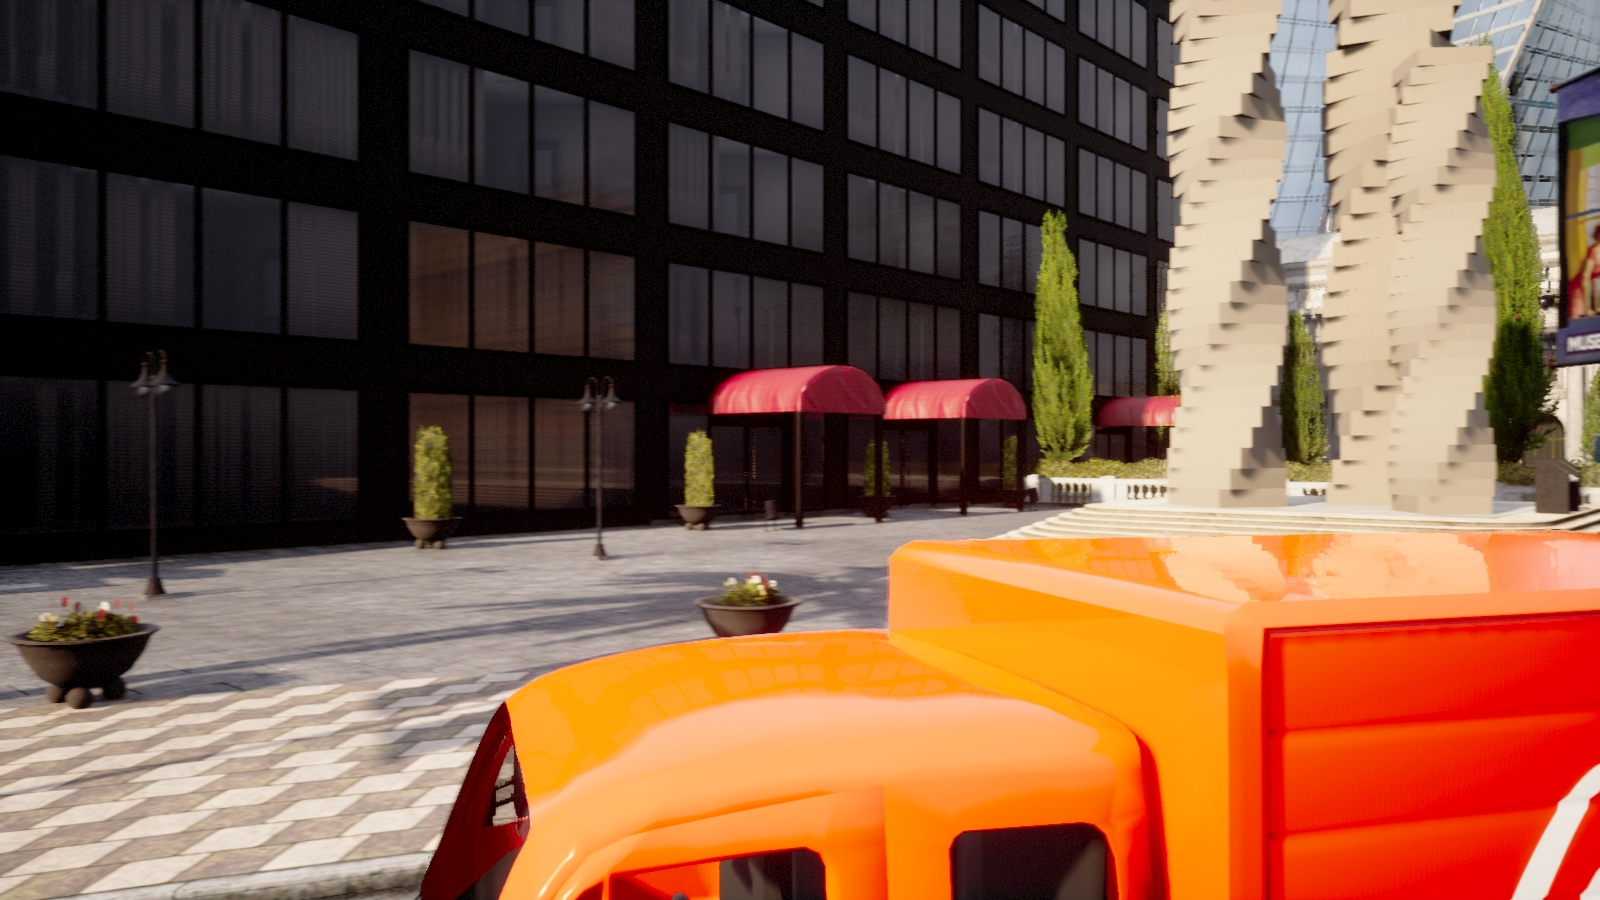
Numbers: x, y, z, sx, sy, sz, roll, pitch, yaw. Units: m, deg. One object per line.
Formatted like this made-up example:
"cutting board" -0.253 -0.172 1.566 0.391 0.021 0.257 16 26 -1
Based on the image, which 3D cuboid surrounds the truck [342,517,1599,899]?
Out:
"truck" 1.410 1.566 3.750 5.204 2.467 2.627 0 0 -17
